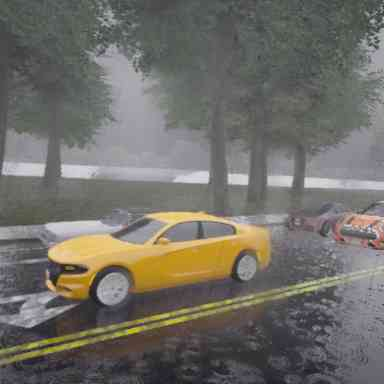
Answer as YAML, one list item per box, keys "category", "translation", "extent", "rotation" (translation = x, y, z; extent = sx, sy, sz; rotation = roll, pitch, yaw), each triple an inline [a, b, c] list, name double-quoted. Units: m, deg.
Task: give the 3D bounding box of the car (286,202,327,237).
- category: "car"
  translation: [6.282, 1.202, 15.574]
  extent: [4.181, 1.385, 1.994]
  rotation: [0, 2, -33]

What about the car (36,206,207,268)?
- category: "car"
  translation: [-2.041, 1.178, 10.178]
  extent: [4.718, 1.301, 1.895]
  rotation: [0, 2, -33]

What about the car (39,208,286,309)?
- category: "car"
  translation: [-0.478, 1.202, 7.315]
  extent: [5.008, 1.535, 1.882]
  rotation: [0, 2, -33]

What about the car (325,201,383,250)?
- category: "car"
  translation: [7.446, 1.134, 12.459]
  extent: [4.553, 1.767, 2.097]
  rotation: [0, 2, -33]
